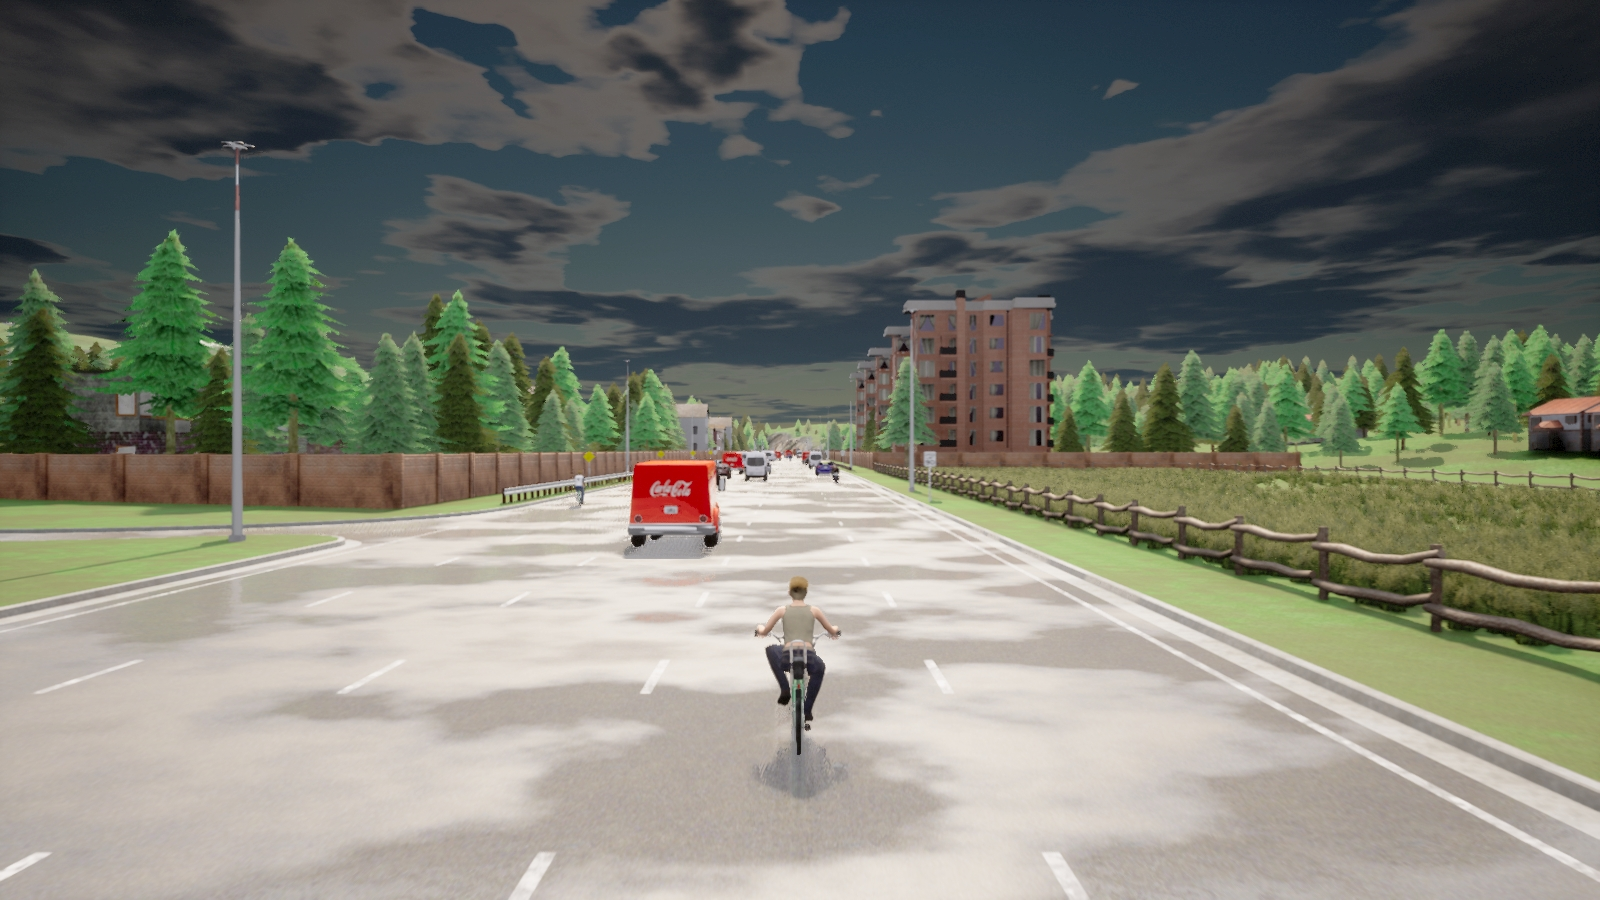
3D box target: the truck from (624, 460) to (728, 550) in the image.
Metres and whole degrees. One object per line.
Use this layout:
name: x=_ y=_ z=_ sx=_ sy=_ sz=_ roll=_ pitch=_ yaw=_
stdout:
truck: x=-3.642 y=1.567 z=34.645 sx=2.627 sy=2.467 sz=5.204 roll=0 pitch=0 yaw=0

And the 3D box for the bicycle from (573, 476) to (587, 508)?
bicycle: x=-10.776 y=2.050 z=56.026 sx=0.373 sy=1.496 sz=1.643 roll=0 pitch=0 yaw=1

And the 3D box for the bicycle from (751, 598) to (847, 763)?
bicycle: x=-0.017 y=2.157 z=10.940 sx=0.859 sy=1.276 sz=1.487 roll=0 pitch=0 yaw=-1
